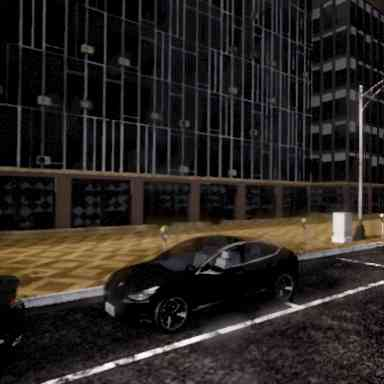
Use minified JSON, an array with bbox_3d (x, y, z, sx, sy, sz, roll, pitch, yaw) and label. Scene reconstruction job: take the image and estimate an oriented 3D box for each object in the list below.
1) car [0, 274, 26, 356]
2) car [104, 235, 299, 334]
[{"bbox_3d":[-4.228,1.535,3.542,4.403,1.369,2.008,1,0,-35],"label":"car"},{"bbox_3d":[0.407,1.609,6.845,4.313,1.339,1.947,1,0,-35],"label":"car"}]
